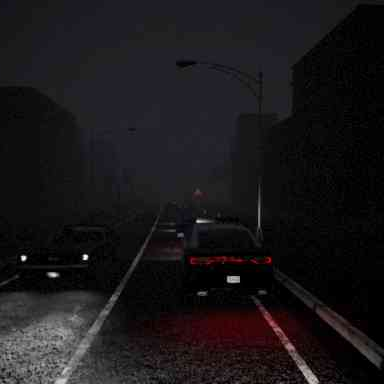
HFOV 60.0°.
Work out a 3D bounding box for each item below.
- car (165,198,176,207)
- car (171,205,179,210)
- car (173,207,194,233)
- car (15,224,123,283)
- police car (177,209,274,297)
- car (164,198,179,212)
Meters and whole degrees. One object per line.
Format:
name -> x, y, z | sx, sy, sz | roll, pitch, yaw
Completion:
car -> -3.779, 1.796, 59.148 | 1.895, 1.301, 4.718 | 0, 2, -4
car -> -0.419, 1.905, 24.788 | 1.812, 1.442, 4.674 | 0, -1, -4
car -> 0.010, 1.754, 18.794 | 1.812, 1.442, 4.674 | 0, -1, -4
car -> -3.369, 1.671, 10.029 | 1.895, 1.301, 4.718 | 0, -1, -3
police car -> 0.652, 1.472, 8.848 | 1.930, 1.638, 5.238 | 0, -1, -3
car -> -2.783, 1.954, 45.394 | 2.128, 1.511, 4.902 | 0, -1, -4
